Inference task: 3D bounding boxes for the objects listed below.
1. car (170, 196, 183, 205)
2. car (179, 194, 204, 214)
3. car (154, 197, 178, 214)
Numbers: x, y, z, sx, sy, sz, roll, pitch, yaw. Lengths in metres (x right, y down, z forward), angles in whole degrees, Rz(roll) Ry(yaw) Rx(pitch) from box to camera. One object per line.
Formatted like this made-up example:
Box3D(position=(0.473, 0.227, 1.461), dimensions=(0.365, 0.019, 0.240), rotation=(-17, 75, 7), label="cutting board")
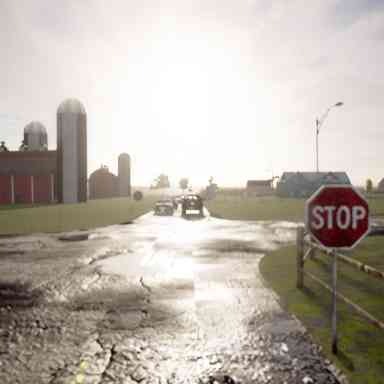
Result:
Box3D(position=(-2.880, 1.576, 63.058), dimensions=(2.033, 1.411, 5.357), rotation=(0, 0, 0), label="car")
Box3D(position=(0.051, 1.235, 34.976), dimensions=(2.150, 2.045, 5.566), rotation=(0, 0, 0), label="car")
Box3D(position=(-2.892, 1.506, 35.206), dimensions=(2.128, 1.511, 4.902), rotation=(0, 0, 0), label="car")
